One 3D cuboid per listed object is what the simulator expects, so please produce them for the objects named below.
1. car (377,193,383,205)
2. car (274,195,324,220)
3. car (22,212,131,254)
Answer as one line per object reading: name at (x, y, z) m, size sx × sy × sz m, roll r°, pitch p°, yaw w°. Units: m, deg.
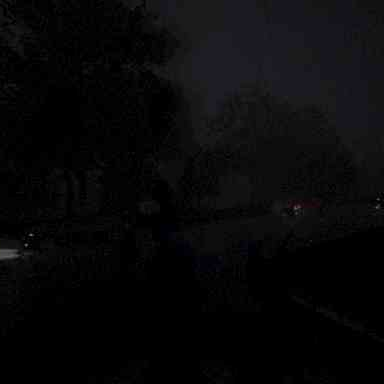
car at (24.863, 0.816, 41.923) m, size 4.892 × 1.490 × 1.837 m, roll -1°, pitch 0°, yaw -45°
car at (8.147, 1.053, 25.204) m, size 2.097 × 1.767 × 4.553 m, roll -1°, pitch 1°, yaw 45°
car at (-4.646, 1.559, 13.638) m, size 4.181 × 1.385 × 1.994 m, roll -1°, pitch 1°, yaw -30°
